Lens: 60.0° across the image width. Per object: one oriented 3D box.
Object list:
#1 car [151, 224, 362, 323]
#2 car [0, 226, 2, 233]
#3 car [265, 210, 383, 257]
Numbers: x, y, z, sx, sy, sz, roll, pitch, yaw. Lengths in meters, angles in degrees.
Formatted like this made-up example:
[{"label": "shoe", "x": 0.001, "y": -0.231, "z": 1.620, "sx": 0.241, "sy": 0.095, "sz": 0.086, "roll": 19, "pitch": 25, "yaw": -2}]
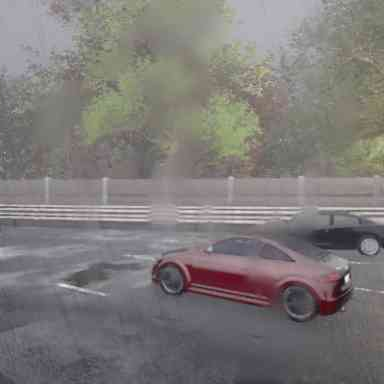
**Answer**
[{"label": "car", "x": 1.139, "y": 1.533, "z": 7.158, "sx": 4.181, "sy": 1.385, "sz": 1.994, "roll": 0, "pitch": 0, "yaw": 34}, {"label": "car", "x": -11.449, "y": 1.490, "z": 16.091, "sx": 5.357, "sy": 1.411, "sz": 2.033, "roll": 0, "pitch": 0, "yaw": 31}, {"label": "car", "x": 4.680, "y": 1.424, "z": 12.295, "sx": 5.008, "sy": 1.535, "sz": 1.882, "roll": -1, "pitch": 0, "yaw": 8}]
